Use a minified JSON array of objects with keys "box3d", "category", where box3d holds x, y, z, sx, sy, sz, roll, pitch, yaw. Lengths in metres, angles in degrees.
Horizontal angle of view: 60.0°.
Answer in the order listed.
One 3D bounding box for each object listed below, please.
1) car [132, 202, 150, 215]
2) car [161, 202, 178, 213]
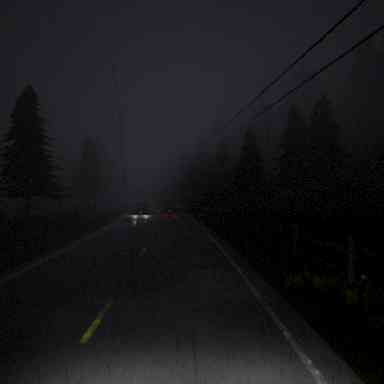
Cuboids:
[{"box3d":[-5.915,1.860,38.586,2.033,1.411,5.357,0,0,-7],"category":"car"},{"box3d":[-2.939,1.937,41.871,1.895,1.301,4.718,0,0,-8],"category":"car"}]
